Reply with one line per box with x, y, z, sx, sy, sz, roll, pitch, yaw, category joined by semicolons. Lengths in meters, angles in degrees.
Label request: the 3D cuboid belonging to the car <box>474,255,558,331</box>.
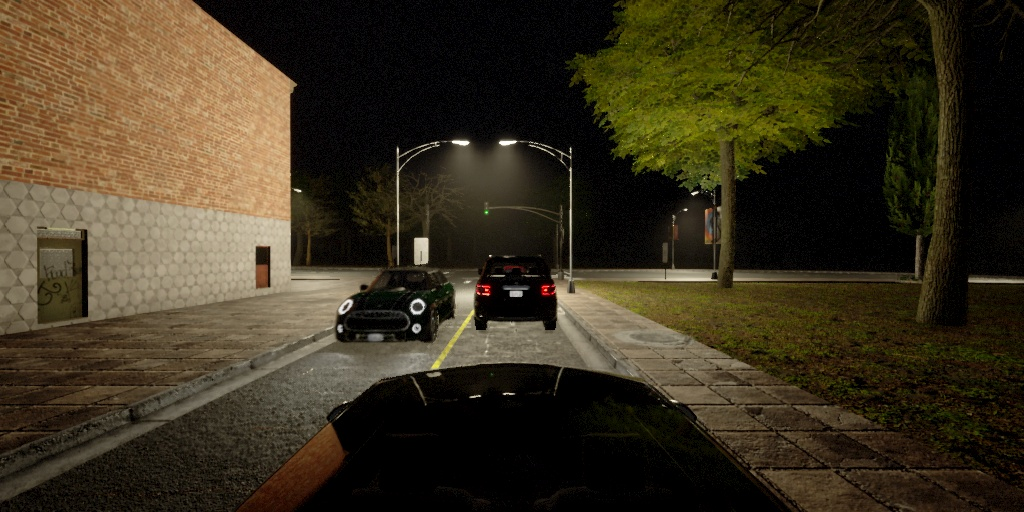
0.088;0.982;11.127;2.150;2.045;5.566;0;0;0;car

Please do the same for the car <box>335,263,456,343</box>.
-2.846;1.108;9.720;2.097;1.767;4.553;0;0;0;car
